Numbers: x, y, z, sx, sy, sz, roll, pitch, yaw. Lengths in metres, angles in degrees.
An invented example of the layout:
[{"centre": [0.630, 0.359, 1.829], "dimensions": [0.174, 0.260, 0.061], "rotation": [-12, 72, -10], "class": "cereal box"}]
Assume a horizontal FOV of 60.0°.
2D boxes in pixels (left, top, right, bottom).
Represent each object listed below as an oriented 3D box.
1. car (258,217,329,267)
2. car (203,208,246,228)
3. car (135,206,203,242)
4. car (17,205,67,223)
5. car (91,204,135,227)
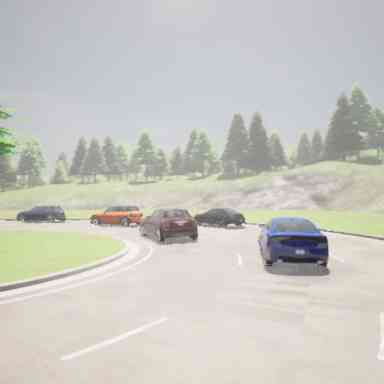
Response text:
[{"centre": [3.550, 1.653, 12.229], "dimensions": [1.882, 1.535, 5.008], "rotation": [0, -1, 8], "class": "car"}, {"centre": [2.091, 1.956, 25.914], "dimensions": [1.812, 1.442, 4.674], "rotation": [1, -2, -39], "class": "car"}, {"centre": [-1.438, 1.703, 18.819], "dimensions": [2.097, 1.767, 4.553], "rotation": [-1, -1, -24], "class": "car"}, {"centre": [-15.051, 2.122, 33.264], "dimensions": [4.553, 1.767, 2.097], "rotation": [-1, -1, 8], "class": "car"}, {"centre": [-6.278, 1.919, 27.822], "dimensions": [4.553, 1.767, 2.097], "rotation": [-1, -1, 27], "class": "car"}]
